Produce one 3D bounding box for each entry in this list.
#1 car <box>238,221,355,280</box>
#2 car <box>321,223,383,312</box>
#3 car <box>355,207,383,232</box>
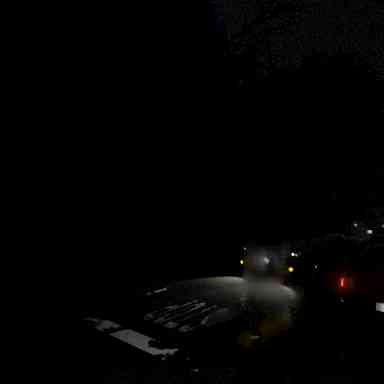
[{"bbox_3d":[3.211,1.599,10.163,1.994,1.385,4.181,-1,-1,42],"label":"car"},{"bbox_3d":[4.621,1.596,7.070,1.895,1.301,4.718,-1,-1,41],"label":"car"},{"bbox_3d":[10.553,1.568,18.491,2.033,1.411,5.357,-1,-1,41],"label":"car"}]
